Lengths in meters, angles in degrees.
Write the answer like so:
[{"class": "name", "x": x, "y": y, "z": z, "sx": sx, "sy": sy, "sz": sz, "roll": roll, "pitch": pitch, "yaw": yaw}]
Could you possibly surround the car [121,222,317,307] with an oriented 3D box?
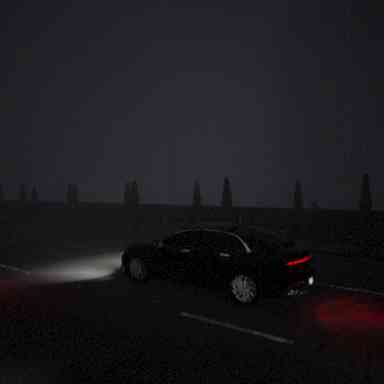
[{"class": "car", "x": 0.398, "y": 1.503, "z": 8.008, "sx": 4.892, "sy": 1.490, "sz": 1.837, "roll": 0, "pitch": 0, "yaw": 36}]
